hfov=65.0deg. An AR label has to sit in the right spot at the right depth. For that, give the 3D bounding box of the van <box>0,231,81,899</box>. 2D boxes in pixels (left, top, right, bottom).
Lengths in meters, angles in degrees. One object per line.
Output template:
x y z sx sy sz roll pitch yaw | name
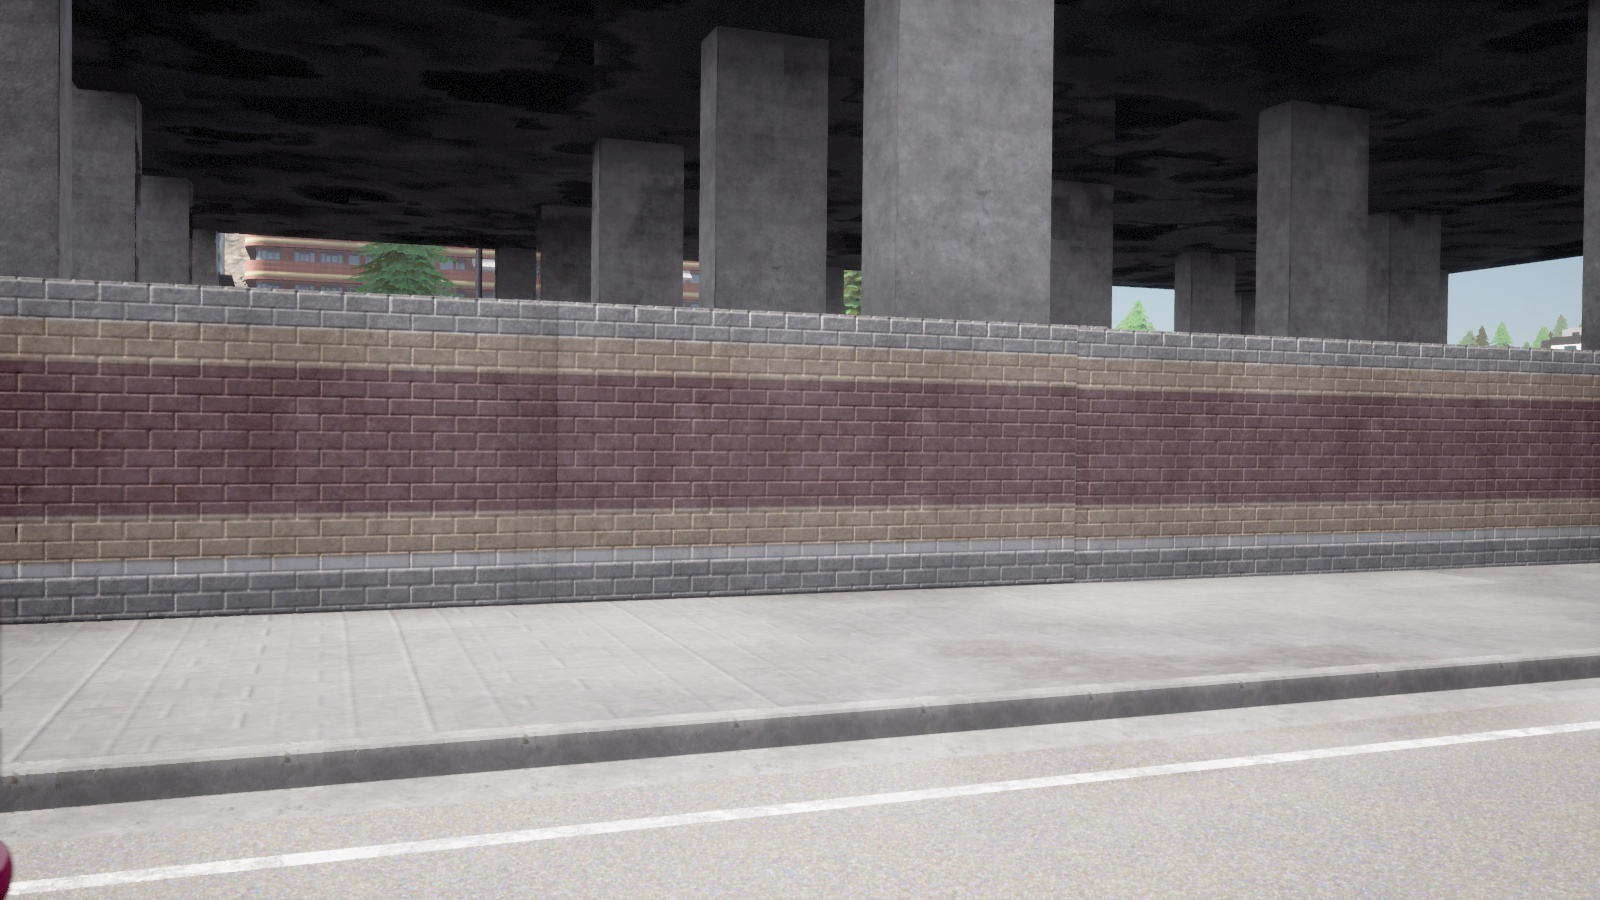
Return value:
-3.741 0.561 1.816 4.442 1.987 1.775 -1 1 -21 | van
